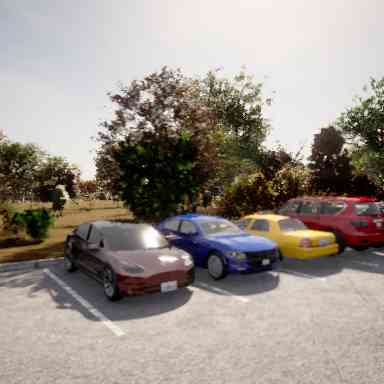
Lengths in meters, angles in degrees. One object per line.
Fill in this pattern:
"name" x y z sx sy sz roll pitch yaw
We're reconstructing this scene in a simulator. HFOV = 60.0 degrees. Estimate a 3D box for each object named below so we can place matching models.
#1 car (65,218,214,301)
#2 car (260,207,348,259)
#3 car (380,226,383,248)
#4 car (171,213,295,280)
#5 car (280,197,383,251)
"car" -1.848 1.510 8.704 2.163 1.488 4.792 0 0 -35
"car" 2.462 1.476 12.040 1.946 1.575 5.366 0 0 -35
"car" 7.364 1.598 9.134 4.718 1.301 1.895 0 0 -35
"car" 0.401 1.480 10.349 2.097 1.535 5.008 0 0 -35
"car" 4.821 1.226 13.528 2.435 2.045 5.566 0 0 -35
